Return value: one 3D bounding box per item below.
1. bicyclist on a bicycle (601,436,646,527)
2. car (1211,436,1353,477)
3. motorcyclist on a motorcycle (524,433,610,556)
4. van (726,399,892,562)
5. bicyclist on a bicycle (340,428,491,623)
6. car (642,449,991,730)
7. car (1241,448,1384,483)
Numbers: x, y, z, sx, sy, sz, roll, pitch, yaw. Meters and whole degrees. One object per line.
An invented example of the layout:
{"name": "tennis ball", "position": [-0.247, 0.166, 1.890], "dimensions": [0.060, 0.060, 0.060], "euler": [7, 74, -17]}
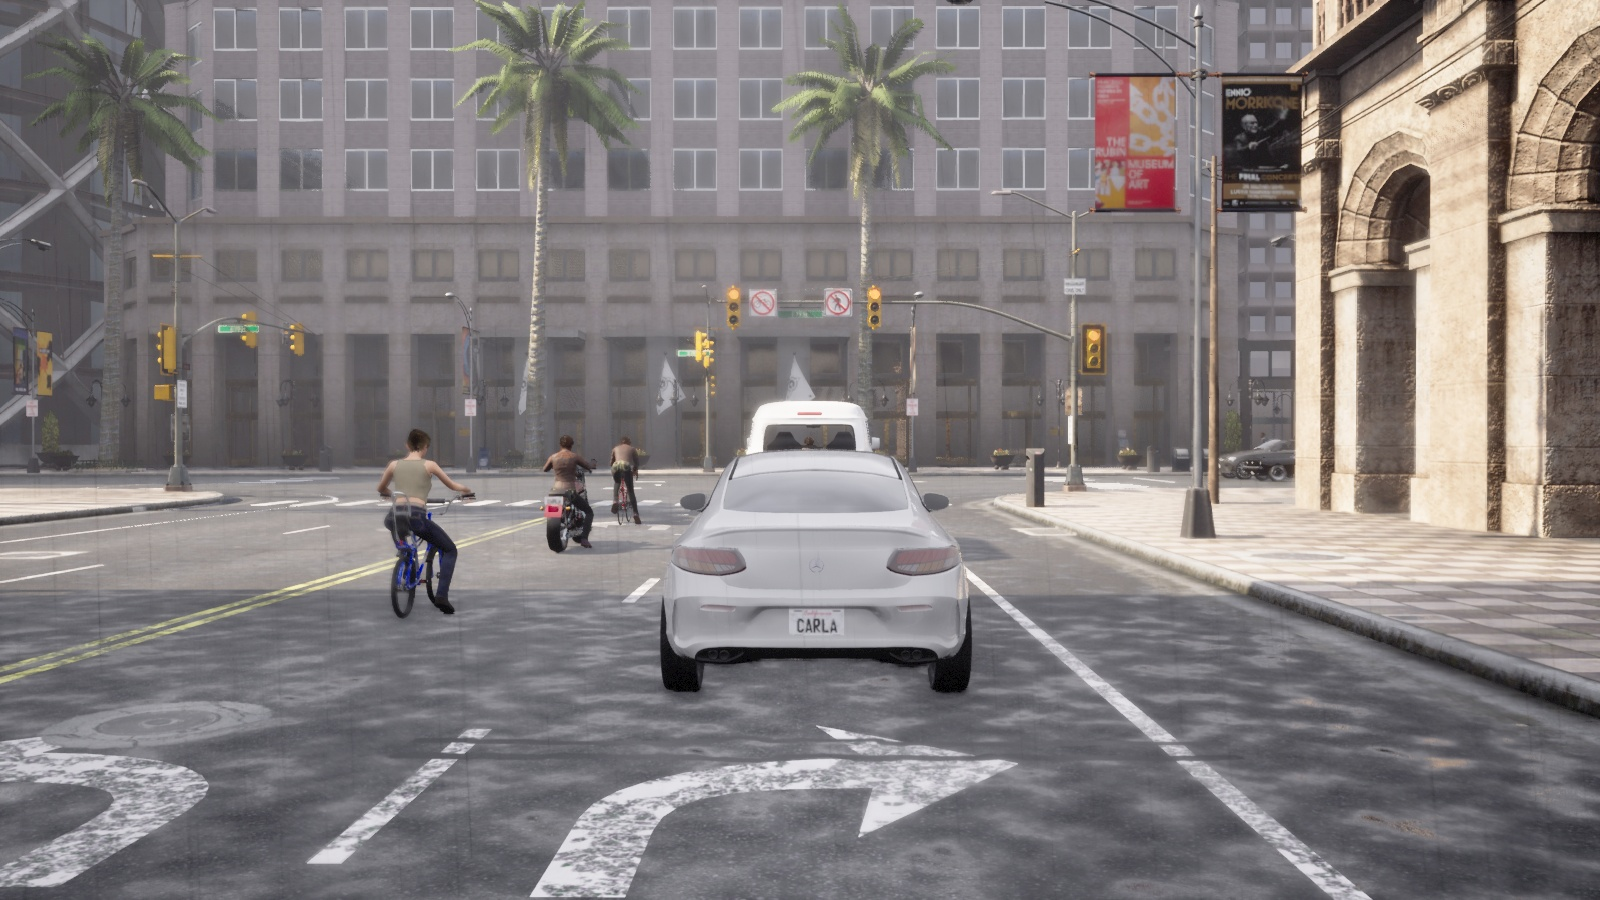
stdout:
{"name": "bicyclist on a bicycle", "position": [-3.256, 0.565, 23.313], "dimensions": [0.582, 1.620, 1.656], "euler": [0, 0, 1]}
{"name": "car", "position": [19.711, 0.250, 51.521], "dimensions": [5.027, 1.651, 2.152], "euler": [0, 0, 1]}
{"name": "motorcyclist on a motorcycle", "position": [-3.299, 0.593, 17.981], "dimensions": [0.766, 1.649, 2.350], "euler": [0, 0, 1]}
{"name": "van", "position": [0.170, 0.369, 17.908], "dimensions": [2.069, 2.038, 4.480], "euler": [0, 0, 1]}
{"name": "bicyclist on a bicycle", "position": [-3.366, 0.617, 11.144], "dimensions": [0.866, 1.612, 1.509], "euler": [0, 0, 0]}
{"name": "car", "position": [0.104, 0.722, 8.867], "dimensions": [1.812, 1.442, 4.674], "euler": [0, 0, 0]}
{"name": "car", "position": [19.545, 0.591, 48.045], "dimensions": [4.718, 1.301, 1.895], "euler": [0, 0, 1]}
